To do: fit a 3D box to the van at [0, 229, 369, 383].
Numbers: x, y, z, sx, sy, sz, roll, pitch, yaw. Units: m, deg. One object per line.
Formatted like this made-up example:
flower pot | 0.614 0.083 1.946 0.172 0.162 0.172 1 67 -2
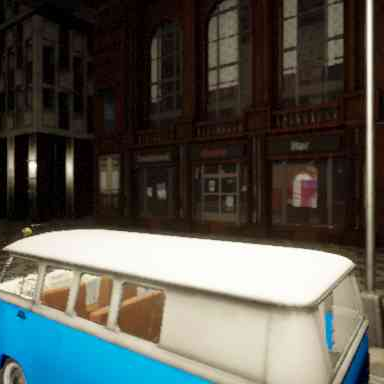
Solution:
van | -0.439 1.351 3.272 3.998 1.788 1.690 0 0 35
